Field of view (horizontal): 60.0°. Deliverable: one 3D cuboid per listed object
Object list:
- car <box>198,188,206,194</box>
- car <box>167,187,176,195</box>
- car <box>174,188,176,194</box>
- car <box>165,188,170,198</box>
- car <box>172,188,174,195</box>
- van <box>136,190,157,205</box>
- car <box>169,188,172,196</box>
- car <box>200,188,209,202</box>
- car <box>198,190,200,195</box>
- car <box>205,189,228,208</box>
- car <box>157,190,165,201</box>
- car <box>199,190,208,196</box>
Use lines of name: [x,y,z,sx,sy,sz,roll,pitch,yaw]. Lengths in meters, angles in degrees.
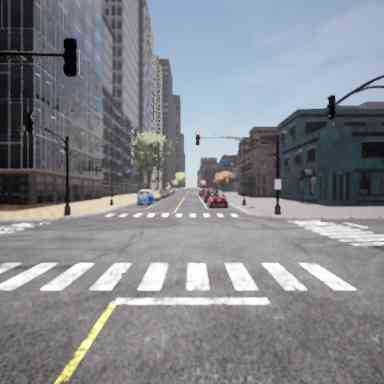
car: [2.693,-0.182,91.625,1.967,1.590,4.097,1,1,0]
car: [-5.684,-0.307,91.583,2.192,1.841,5.009,1,1,0]
car: [-5.688,0.030,85.914,2.008,1.369,4.403,1,1,0]
car: [-5.686,0.463,63.222,1.802,1.307,4.206,1,1,0]
car: [-5.687,0.246,74.568,1.947,1.339,4.313,1,1,0]
van: [-5.679,0.624,40.526,1.690,1.788,3.998,1,1,0]
car: [-5.686,0.347,68.895,1.947,1.339,4.313,1,1,0]
car: [2.701,0.497,46.238,2.192,1.841,5.009,1,1,0]
car: [2.698,0.095,68.931,2.192,1.841,5.009,1,1,0]
car: [2.700,0.823,34.894,1.967,1.590,4.097,1,1,0]
car: [-5.683,0.611,51.705,1.752,1.417,4.829,1,1,0]
car: [2.692,0.145,80.281,1.947,1.339,4.313,1,1,0]
